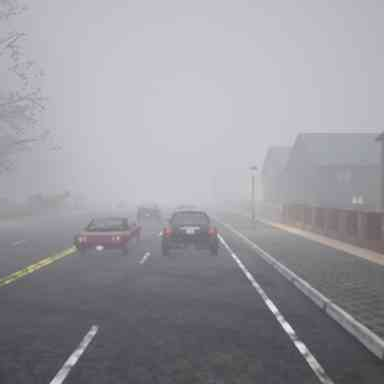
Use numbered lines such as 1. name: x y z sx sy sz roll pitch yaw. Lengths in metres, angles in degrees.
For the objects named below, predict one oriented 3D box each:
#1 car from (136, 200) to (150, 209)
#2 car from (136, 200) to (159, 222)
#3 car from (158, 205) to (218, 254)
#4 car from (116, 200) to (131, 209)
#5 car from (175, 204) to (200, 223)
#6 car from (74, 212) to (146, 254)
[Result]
1. car: -8.130 2.038 55.399 1.812 1.442 4.674 0 -1 -3
2. car: -3.690 1.754 29.564 1.882 1.535 5.008 0 0 -2
3. car: -0.090 1.482 14.178 2.097 1.767 4.553 0 -1 -1
4. car: -11.371 1.992 55.110 1.882 1.535 5.008 0 -1 -3
5. car: -0.429 1.817 29.168 2.033 1.411 5.357 0 0 -2
6. car: -3.340 1.734 14.159 1.895 1.301 4.718 0 0 -1
